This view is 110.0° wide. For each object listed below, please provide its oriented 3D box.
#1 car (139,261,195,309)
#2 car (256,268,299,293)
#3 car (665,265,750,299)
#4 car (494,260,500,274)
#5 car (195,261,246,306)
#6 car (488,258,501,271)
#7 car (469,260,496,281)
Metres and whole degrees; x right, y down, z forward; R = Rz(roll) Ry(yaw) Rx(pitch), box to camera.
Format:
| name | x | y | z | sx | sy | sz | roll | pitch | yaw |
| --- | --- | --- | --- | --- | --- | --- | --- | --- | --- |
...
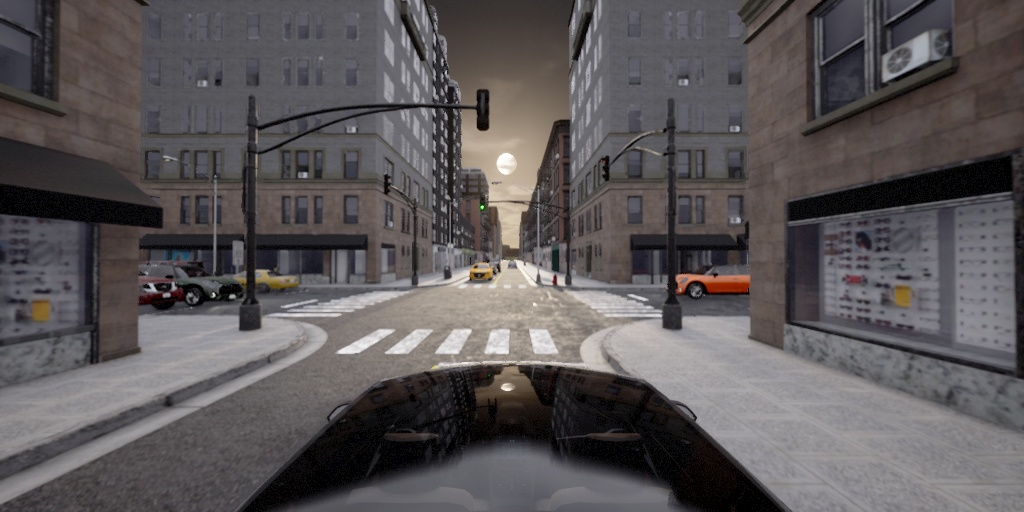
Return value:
| name | x | y | z | sx | sy | sz | roll | pitch | yaw |
| --- | --- | --- | --- | --- | --- | --- | --- | --- | --- |
| car | -15.094 | 1.112 | 13.054 | 5.009 | 1.841 | 2.192 | 0 | 0 | 0 |
| car | -15.240 | 1.411 | 21.079 | 4.829 | 1.417 | 1.751 | 0 | 0 | 0 |
| car | 10.430 | 1.234 | 18.545 | 4.553 | 1.767 | 2.097 | 0 | -1 | 1 |
| car | -2.826 | 1.531 | 43.815 | 1.837 | 1.490 | 4.892 | 0 | 0 | 0 |
| car | -14.382 | 1.178 | 15.600 | 4.553 | 1.767 | 2.097 | 0 | -1 | 0 |
| car | -2.815 | 1.313 | 54.410 | 2.150 | 2.045 | 5.566 | 0 | 0 | 0 |
| car | -2.830 | 1.438 | 33.413 | 1.882 | 1.535 | 5.008 | 0 | 0 | 0 |
